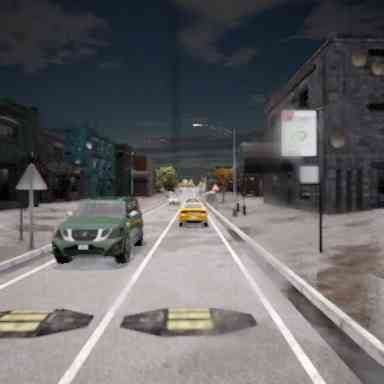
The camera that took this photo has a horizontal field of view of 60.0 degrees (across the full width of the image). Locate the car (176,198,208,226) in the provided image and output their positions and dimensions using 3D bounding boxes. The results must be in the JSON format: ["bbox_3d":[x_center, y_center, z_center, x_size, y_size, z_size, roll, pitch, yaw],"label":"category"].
[{"bbox_3d":[0.097,1.463,23.586,1.882,1.535,5.008,0,0,0],"label":"car"}]

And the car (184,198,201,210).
[{"bbox_3d":[0.097,1.499,41.966,1.994,1.385,4.181,0,0,0],"label":"car"}]

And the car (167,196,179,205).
[{"bbox_3d":[-3.060,1.355,56.008,1.812,1.442,4.674,-1,2,0],"label":"car"}]

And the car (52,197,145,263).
[{"bbox_3d":[-3.100,1.217,12.237,2.150,2.045,5.566,0,0,0],"label":"car"}]
